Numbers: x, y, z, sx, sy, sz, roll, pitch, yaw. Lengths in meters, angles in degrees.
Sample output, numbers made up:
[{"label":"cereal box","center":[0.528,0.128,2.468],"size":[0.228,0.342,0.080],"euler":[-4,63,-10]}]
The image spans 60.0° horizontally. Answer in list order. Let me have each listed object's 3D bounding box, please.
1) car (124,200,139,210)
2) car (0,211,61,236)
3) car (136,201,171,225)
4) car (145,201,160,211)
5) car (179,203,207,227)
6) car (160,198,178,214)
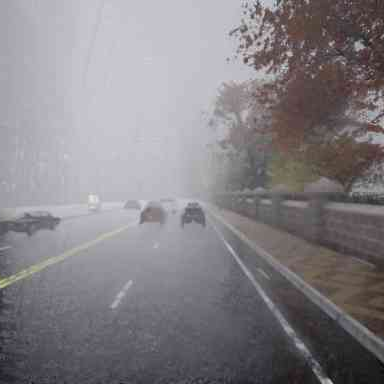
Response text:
[{"label":"car","center":[-9.717,2.054,54.436],"size":[2.097,1.767,4.553],"euler":[0,-1,1]},{"label":"car","center":[-9.784,1.854,20.200],"size":[1.895,1.301,4.718],"euler":[0,-1,0]},{"label":"car","center":[-3.113,1.831,27.668],"size":[1.882,1.535,5.008],"euler":[0,-1,0]},{"label":"car","center":[-6.468,2.211,54.433],"size":[1.837,1.490,4.892],"euler":[0,0,1]},{"label":"car","center":[0.099,1.837,25.769],"size":[1.837,1.490,4.892],"euler":[0,0,0]},{"label":"car","center":[-3.091,1.777,43.004],"size":[2.150,2.045,5.566],"euler":[0,-1,0]}]
